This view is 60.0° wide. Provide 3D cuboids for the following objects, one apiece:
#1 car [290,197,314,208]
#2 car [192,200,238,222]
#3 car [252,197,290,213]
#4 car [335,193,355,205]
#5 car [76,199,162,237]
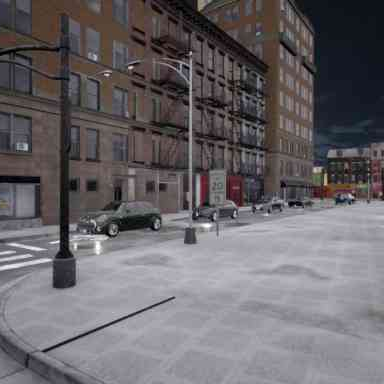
[{"bbox_3d":[13.432,1.267,40.946,1.895,1.301,4.718,0,1,36],"label":"car"},{"bbox_3d":[1.740,1.304,24.759,1.837,1.490,4.892,0,1,36],"label":"car"},{"bbox_3d":[7.561,1.222,32.846,2.128,1.511,4.902,0,1,36],"label":"car"},{"bbox_3d":[22.878,0.953,49.538,2.097,1.767,4.553,0,1,36],"label":"car"},{"bbox_3d":[-3.666,1.218,17.286,2.097,1.767,4.553,0,1,37],"label":"car"}]
